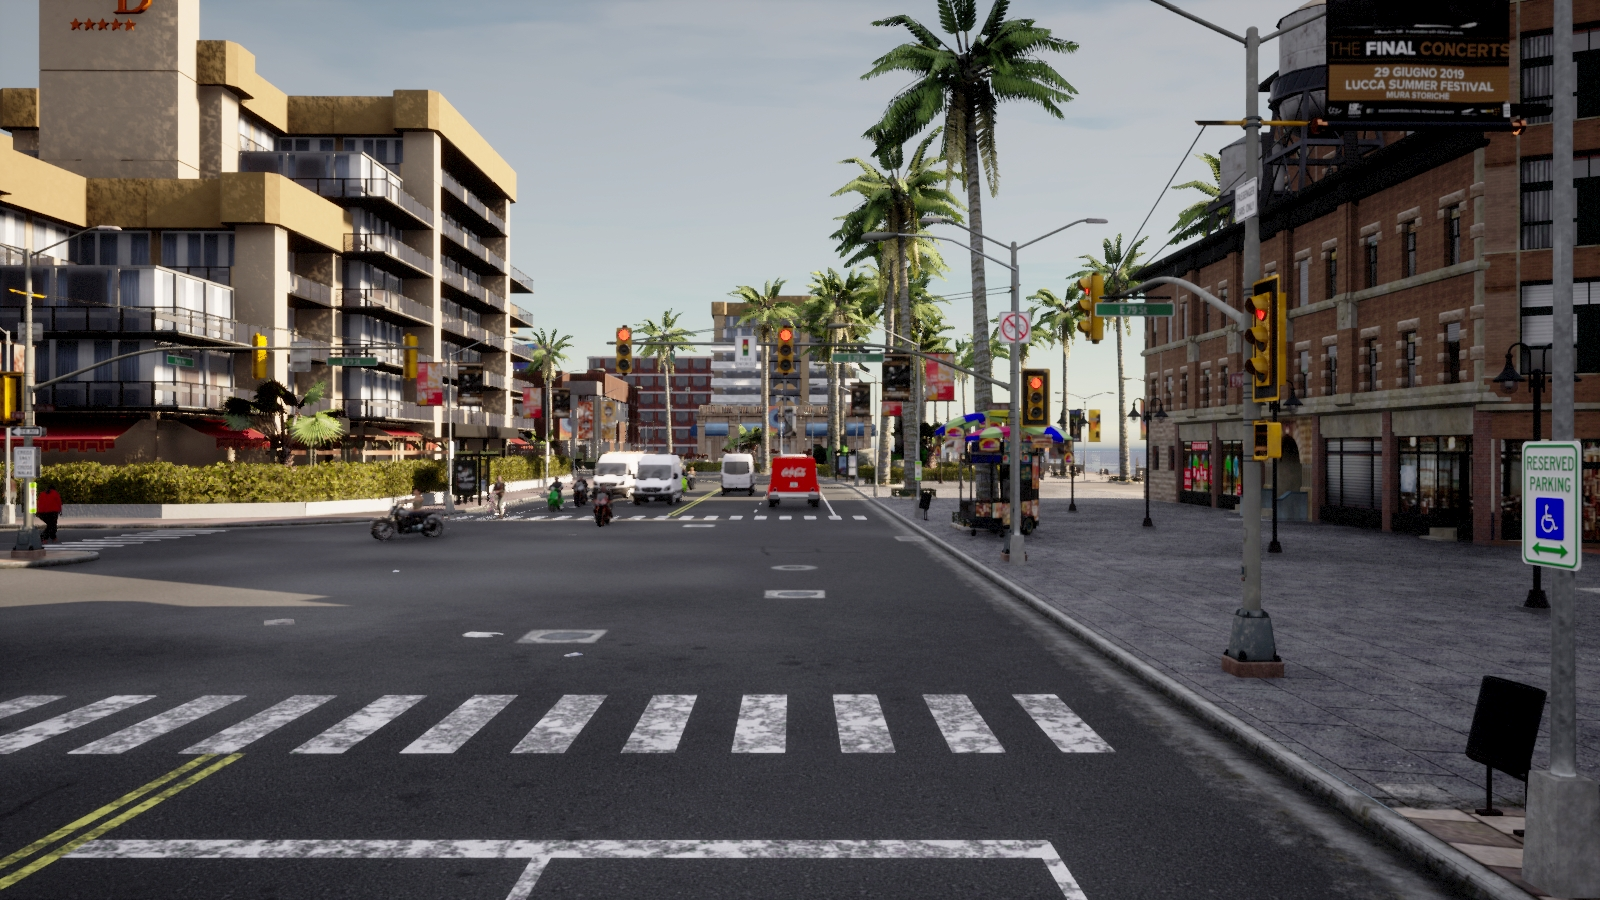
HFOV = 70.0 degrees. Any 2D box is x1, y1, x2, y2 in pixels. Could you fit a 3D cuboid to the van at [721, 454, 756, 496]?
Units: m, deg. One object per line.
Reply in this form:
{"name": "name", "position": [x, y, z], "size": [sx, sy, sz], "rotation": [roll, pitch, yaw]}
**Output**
{"name": "van", "position": [-3.888, 1.534, 72.960], "size": [1.988, 2.561, 5.915], "rotation": [0, 0, 0]}

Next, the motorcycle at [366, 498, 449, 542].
{"name": "motorcycle", "position": [-12.275, 2.170, 35.796], "size": [0.764, 1.277, 2.356], "rotation": [-1, -1, 44]}

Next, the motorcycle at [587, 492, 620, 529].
{"name": "motorcycle", "position": [-7.217, 2.205, 42.086], "size": [0.867, 1.251, 2.209], "rotation": [0, 0, 0]}

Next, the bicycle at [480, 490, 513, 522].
{"name": "bicycle", "position": [-12.059, 2.210, 45.452], "size": [0.329, 1.171, 1.835], "rotation": [-1, 0, 17]}

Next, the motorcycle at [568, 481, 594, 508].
{"name": "motorcycle", "position": [-10.833, 2.205, 56.637], "size": [0.867, 1.251, 2.209], "rotation": [0, 0, 0]}

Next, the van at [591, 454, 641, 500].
{"name": "van", "position": [-10.814, 1.535, 67.422], "size": [1.988, 2.561, 5.915], "rotation": [0, 0, 0]}

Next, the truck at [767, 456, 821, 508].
{"name": "truck", "position": [-0.313, 1.568, 58.139], "size": [2.627, 2.467, 5.204], "rotation": [0, 0, 0]}

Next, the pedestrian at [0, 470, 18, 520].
{"name": "pedestrian", "position": [-29.661, 1.696, 42.848], "size": [0.375, 1.860, 0.375], "rotation": [0, 0, 12]}

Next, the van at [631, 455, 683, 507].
{"name": "van", "position": [-7.313, 1.534, 59.129], "size": [1.988, 2.561, 5.915], "rotation": [0, 0, 0]}

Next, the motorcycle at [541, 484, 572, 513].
{"name": "motorcycle", "position": [-10.961, 2.182, 51.452], "size": [0.856, 1.236, 1.805], "rotation": [-2, 0, 4]}

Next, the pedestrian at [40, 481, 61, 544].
{"name": "pedestrian", "position": [-22.349, 1.848, 34.086], "size": [0.375, 1.860, 0.375], "rotation": [0, 0, -1]}
